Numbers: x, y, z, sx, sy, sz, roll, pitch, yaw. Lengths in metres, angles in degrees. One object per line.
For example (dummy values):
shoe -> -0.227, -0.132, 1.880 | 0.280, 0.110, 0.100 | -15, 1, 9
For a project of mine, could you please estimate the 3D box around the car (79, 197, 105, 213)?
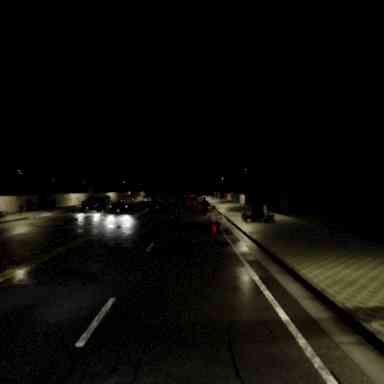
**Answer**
car -> -9.849, 1.249, 33.615 | 1.837, 1.490, 4.892 | 0, 0, 0

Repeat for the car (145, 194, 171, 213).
car -> -3.157, 1.226, 33.034 | 1.882, 1.535, 5.008 | 0, 0, 0

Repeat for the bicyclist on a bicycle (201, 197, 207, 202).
bicyclist on a bicycle -> 0.889, 1.194, 23.052 | 0.659, 1.776, 1.843 | 0, 1, 0

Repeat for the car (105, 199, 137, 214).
car -> -6.602, 1.357, 31.987 | 1.895, 1.301, 4.718 | 0, 0, 0

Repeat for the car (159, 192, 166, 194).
car -> -6.514, 0.839, 74.196 | 1.882, 1.535, 5.008 | 0, 0, 0

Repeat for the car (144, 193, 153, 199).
car -> -9.765, 0.868, 75.982 | 2.033, 1.411, 5.357 | 0, 0, 0

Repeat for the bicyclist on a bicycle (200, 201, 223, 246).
bicyclist on a bicycle -> 0.888, 1.331, 13.714 | 0.866, 1.612, 1.509 | 0, 1, 0

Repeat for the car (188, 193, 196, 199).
car -> -0.016, 0.947, 80.037 | 1.812, 1.442, 4.674 | 0, 0, 0

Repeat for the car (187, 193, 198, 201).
car -> 0.059, 1.009, 64.573 | 2.128, 1.511, 4.902 | 0, 0, 0
